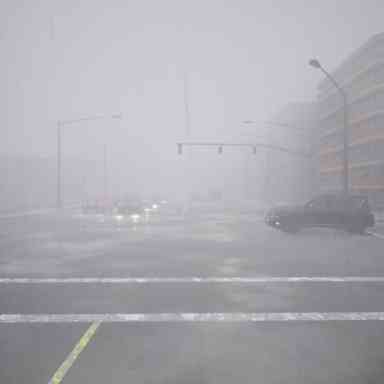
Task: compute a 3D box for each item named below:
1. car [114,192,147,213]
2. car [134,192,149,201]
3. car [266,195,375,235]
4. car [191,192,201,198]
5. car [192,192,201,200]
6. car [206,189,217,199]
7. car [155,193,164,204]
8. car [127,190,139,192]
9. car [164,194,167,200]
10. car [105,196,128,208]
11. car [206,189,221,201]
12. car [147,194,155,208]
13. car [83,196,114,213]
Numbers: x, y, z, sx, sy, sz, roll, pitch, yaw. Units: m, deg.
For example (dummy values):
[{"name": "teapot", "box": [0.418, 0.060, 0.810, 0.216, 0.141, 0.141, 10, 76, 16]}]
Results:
[{"name": "car", "box": [-6.323, 1.225, 34.570, 2.097, 1.767, 4.553, 0, 1, 0]}, {"name": "car", "box": [-9.666, 0.874, 64.388, 2.128, 1.511, 4.902, 0, 1, 1]}, {"name": "car", "box": [6.921, 1.191, 18.144, 5.566, 2.045, 2.150, 0, 0, -1]}, {"name": "car", "box": [0.912, 0.647, 75.820, 2.033, 1.411, 5.357, 0, 1, 0]}, {"name": "car", "box": [0.880, 0.957, 65.843, 1.895, 1.301, 4.718, 0, 1, 0]}, {"name": "car", "box": [4.412, 0.426, 75.716, 2.150, 2.045, 5.566, 0, 1, 0]}, {"name": "car", "box": [-6.250, 1.060, 53.849, 2.128, 1.511, 4.902, 0, 1, 0]}, {"name": "car", "box": [-9.744, 0.785, 54.183, 2.150, 2.045, 5.566, 0, 1, 0]}, {"name": "car", "box": [-6.149, 0.951, 66.196, 1.895, 1.301, 4.718, 0, 1, 1]}, {"name": "car", "box": [-9.793, 1.313, 43.557, 1.994, 1.385, 4.181, 0, 1, 0]}, {"name": "car", "box": [4.478, 0.591, 65.100, 2.150, 2.045, 5.566, 0, 1, 0]}, {"name": "car", "box": [-6.293, 1.276, 43.453, 1.812, 1.442, 4.674, 0, 1, 0]}, {"name": "car", "box": [-9.821, 1.224, 34.915, 2.097, 1.767, 4.553, 0, 1, 0]}]
